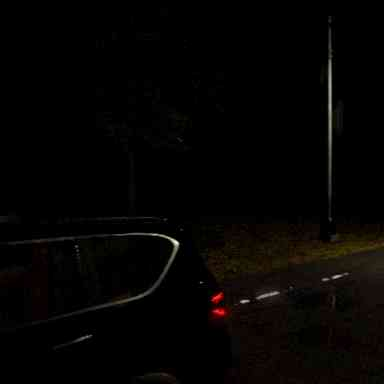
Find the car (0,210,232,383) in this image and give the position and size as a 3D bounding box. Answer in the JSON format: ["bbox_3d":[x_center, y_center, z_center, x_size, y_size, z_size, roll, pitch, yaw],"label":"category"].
[{"bbox_3d":[-2.224,1.224,2.408,5.566,2.045,2.150,0,0,-36],"label":"car"}]
